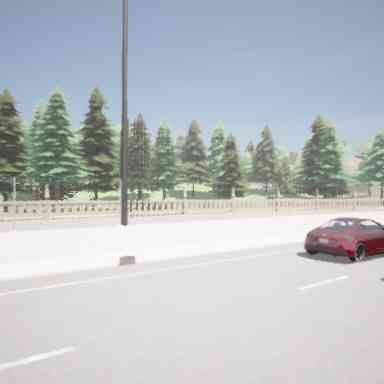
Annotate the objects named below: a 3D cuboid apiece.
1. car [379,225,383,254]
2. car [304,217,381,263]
[{"bbox_3d":[7.645,1.616,9.240,5.357,1.411,2.033,0,0,-35],"label":"car"},{"bbox_3d":[6.108,1.635,12.437,4.181,1.385,1.994,0,0,-35],"label":"car"}]
